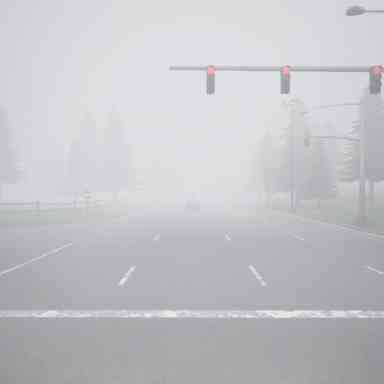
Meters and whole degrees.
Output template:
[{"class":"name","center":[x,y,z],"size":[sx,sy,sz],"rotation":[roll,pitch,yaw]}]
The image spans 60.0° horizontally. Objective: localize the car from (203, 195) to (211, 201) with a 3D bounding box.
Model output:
[{"class":"car","center":[3.590,1.428,80.807],"size":[1.895,1.301,4.718],"rotation":[0,0,0]}]

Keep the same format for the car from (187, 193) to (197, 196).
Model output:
[{"class":"car","center":[0.079,1.545,70.778],"size":[1.994,1.385,4.181],"rotation":[0,0,0]}]

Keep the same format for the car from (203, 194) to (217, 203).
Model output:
[{"class":"car","center":[3.578,1.517,70.357],"size":[2.128,1.511,4.902],"rotation":[0,0,0]}]

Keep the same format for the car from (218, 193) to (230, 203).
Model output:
[{"class":"car","center":[7.079,1.517,70.770],"size":[1.812,1.442,4.674],"rotation":[0,0,0]}]

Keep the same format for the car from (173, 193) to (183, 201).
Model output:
[{"class":"car","center":[-3.410,1.188,80.755],"size":[2.097,1.767,4.553],"rotation":[0,0,0]}]

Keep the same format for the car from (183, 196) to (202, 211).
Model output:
[{"class":"car","center":[0.044,1.526,39.748],"size":[1.812,1.442,4.674],"rotation":[0,0,0]}]

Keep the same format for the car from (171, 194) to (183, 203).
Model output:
[{"class":"car","center":[-3.422,1.531,70.365],"size":[2.033,1.411,5.357],"rotation":[0,0,0]}]

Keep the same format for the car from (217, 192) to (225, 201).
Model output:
[{"class":"car","center":[7.090,1.058,80.803],"size":[2.150,2.045,5.566],"rotation":[0,0,0]}]
